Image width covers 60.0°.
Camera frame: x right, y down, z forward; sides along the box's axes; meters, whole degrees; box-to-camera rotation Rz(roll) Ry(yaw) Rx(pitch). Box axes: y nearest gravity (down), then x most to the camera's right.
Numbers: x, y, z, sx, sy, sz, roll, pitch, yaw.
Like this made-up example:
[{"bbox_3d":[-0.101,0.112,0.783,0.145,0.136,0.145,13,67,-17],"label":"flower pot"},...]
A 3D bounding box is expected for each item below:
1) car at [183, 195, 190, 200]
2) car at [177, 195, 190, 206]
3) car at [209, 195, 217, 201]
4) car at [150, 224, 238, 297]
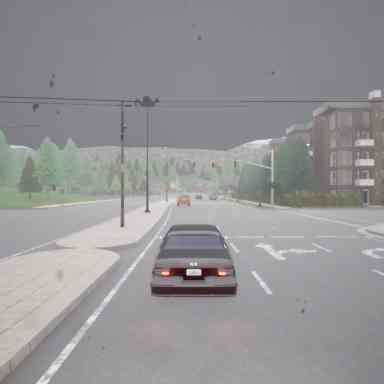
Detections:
[{"bbox_3d":[-1.556,1.516,95.473,1.812,1.442,4.674,0,0,0],"label":"car"},{"bbox_3d":[-1.364,1.347,54.470,2.097,1.767,4.553,0,0,-1],"label":"car"},{"bbox_3d":[5.463,1.532,87.623,2.033,1.411,5.357,0,0,0],"label":"car"},{"bbox_3d":[0.042,1.547,8.725,2.033,1.411,5.357,0,0,0],"label":"car"}]
